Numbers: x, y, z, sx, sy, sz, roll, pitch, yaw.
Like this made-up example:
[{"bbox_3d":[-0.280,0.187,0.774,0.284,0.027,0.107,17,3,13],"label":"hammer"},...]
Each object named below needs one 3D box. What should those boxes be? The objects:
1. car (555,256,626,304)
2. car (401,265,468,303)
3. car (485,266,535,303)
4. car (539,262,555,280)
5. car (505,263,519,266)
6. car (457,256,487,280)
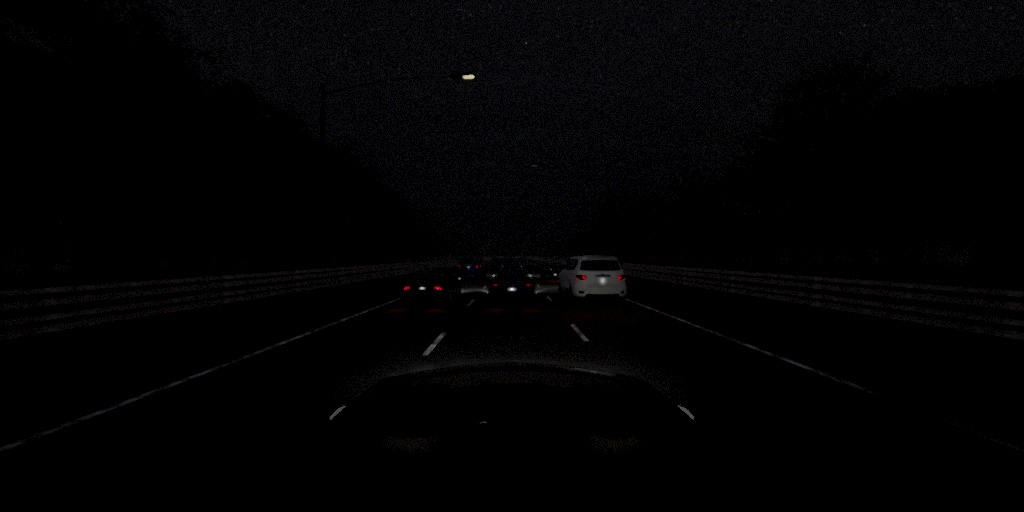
[{"bbox_3d":[3.500,1.005,16.516,2.150,2.045,5.566,0,0,0],"label":"car"},{"bbox_3d":[-3.500,1.311,16.485,2.033,1.411,5.357,0,0,0],"label":"car"},{"bbox_3d":[0.000,1.320,16.485,1.994,1.385,4.181,0,0,0],"label":"car"},{"bbox_3d":[3.500,1.253,31.485,1.837,1.490,4.892,0,0,0],"label":"car"},{"bbox_3d":[0.000,1.309,31.485,1.994,1.385,4.181,0,0,0],"label":"car"},{"bbox_3d":[-3.500,0.994,31.514,2.150,2.045,5.566,0,0,0],"label":"car"}]
